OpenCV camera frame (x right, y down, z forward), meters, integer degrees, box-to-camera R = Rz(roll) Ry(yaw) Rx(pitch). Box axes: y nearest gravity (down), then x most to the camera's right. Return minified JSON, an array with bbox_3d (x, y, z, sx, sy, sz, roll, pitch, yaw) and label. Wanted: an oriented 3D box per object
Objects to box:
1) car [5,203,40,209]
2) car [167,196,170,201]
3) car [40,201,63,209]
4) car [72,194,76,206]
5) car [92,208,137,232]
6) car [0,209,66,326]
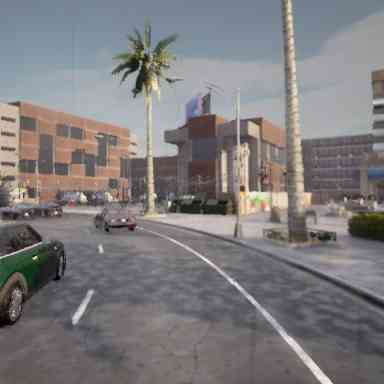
[{"bbox_3d":[-16.175,1.825,31.014,1.812,1.442,4.674,0,-1,-43],"label":"car"},{"bbox_3d":[-3.749,1.970,64.526,4.674,1.452,2.002,0,-1,30],"label":"car"},{"bbox_3d":[-15.341,1.835,35.107,1.837,1.490,4.892,0,-1,-45],"label":"car"},{"bbox_3d":[-23.972,1.840,63.088,4.553,1.767,2.185,0,-1,30],"label":"car"},{"bbox_3d":[-5.160,1.743,21.751,2.033,1.411,5.357,0,-1,-27],"label":"car"},{"bbox_3d":[-4.280,1.424,7.233,2.097,1.767,4.553,0,0,-7],"label":"car"}]
